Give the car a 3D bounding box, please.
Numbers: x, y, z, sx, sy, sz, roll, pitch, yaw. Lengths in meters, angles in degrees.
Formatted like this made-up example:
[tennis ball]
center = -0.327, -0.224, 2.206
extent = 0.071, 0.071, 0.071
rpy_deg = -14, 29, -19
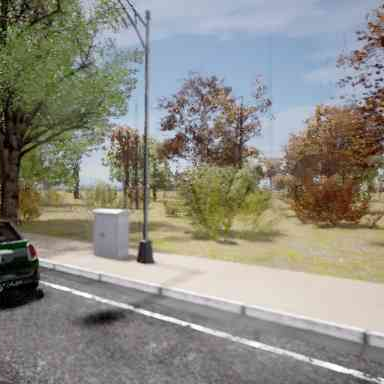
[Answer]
[car]
center = -5.546, 1.324, 7.639
extent = 4.553, 1.767, 2.097
rpy_deg = 0, 0, 35
